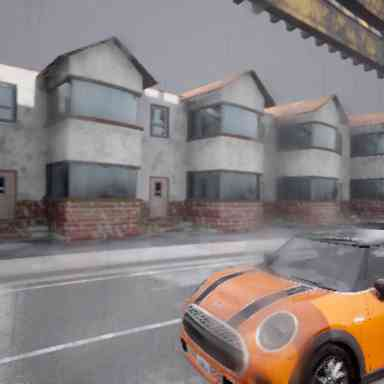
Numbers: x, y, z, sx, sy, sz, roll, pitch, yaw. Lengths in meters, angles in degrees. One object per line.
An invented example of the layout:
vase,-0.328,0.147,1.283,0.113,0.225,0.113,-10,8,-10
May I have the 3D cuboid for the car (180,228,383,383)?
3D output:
car,2.118,1.373,4.822,4.553,1.767,2.097,0,0,-28
